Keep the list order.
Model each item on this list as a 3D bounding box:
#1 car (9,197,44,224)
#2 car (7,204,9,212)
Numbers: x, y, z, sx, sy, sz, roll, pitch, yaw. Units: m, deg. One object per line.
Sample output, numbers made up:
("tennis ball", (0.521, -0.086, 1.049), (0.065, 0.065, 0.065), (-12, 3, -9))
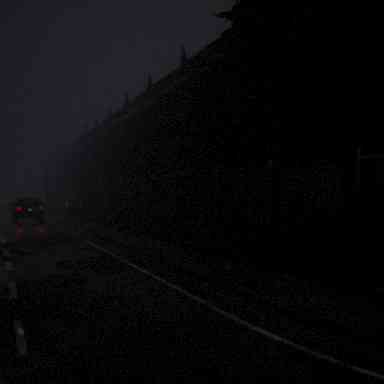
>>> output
("car", (-13.588, 1.458, 27.445), (2.150, 2.045, 5.566), (1, -1, -30))
("car", (-21.818, 1.847, 41.461), (1.837, 1.490, 4.892), (1, -1, -30))
